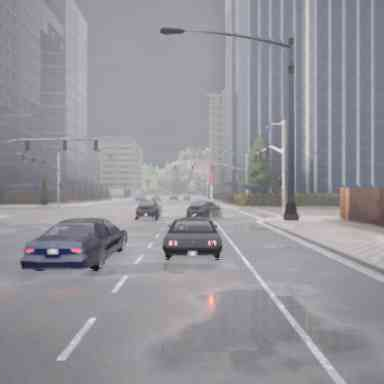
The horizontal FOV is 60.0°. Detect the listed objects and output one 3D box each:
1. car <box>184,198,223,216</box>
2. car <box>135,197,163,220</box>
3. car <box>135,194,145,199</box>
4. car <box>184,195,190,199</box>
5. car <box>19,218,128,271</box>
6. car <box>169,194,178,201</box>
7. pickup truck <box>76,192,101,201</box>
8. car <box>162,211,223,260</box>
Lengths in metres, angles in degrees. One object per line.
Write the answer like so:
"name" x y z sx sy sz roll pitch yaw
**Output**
"car" 1.123 1.494 27.886 1.837 1.490 4.892 -1 0 21
"car" -3.600 1.494 28.094 1.837 1.490 4.892 0 0 -1
"car" -11.604 1.323 74.973 2.097 1.767 4.553 0 0 -1
"car" -1.277 1.495 85.741 2.033 1.411 5.357 0 0 -1
"car" -3.476 1.543 10.864 2.033 1.411 5.357 0 0 1
"car" -4.783 1.481 86.053 1.812 1.442 4.674 0 0 -1
"pickup truck" -24.818 1.023 80.621 2.390 2.098 6.274 0 0 30
"car" 0.035 1.596 12.427 1.895 1.301 4.718 0 0 0
